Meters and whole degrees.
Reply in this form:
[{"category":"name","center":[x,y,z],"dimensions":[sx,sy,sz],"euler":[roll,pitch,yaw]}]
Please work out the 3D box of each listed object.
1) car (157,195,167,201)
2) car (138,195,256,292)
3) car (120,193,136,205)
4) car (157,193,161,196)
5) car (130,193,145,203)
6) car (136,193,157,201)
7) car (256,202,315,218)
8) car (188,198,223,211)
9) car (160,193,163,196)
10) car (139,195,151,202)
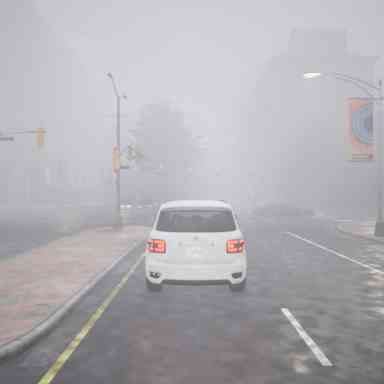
[{"category":"car","center":[-7.733,1.552,86.256],"dimensions":[1.994,1.385,4.181],"euler":[0,0,0]},{"category":"car","center":[0.099,1.221,9.059],"dimensions":[2.150,2.045,5.566],"euler":[0,0,0]},{"category":"car","center":[-11.384,1.491,59.720],"dimensions":[2.128,1.511,4.902],"euler":[0,0,1]},{"category":"car","center":[-7.818,1.525,66.824],"dimensions":[1.812,1.442,4.674],"euler":[0,0,1]},{"category":"car","center":[-11.285,1.225,69.639],"dimensions":[2.150,2.045,5.566],"euler":[0,0,0]},{"category":"car","center":[-7.902,1.352,57.940],"dimensions":[2.097,1.767,4.553],"euler":[0,0,0]},{"category":"car","center":[7.919,1.547,29.288],"dimensions":[5.357,1.411,2.033],"euler":[0,0,0]},{"category":"car","center":[1.794,1.547,41.368],"dimensions":[2.033,1.411,5.357],"euler":[0,0,31]},{"category":"car","center":[-7.764,1.225,76.441],"dimensions":[2.150,2.045,5.566],"euler":[0,0,0]},{"category":"car","center":[-11.252,1.525,80.077],"dimensions":[2.128,1.511,4.902],"euler":[0,0,0]}]
